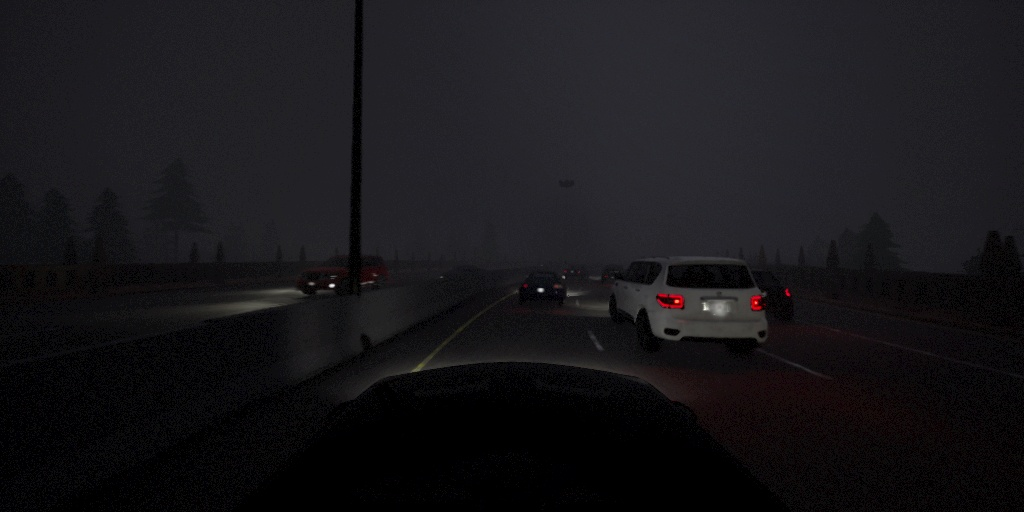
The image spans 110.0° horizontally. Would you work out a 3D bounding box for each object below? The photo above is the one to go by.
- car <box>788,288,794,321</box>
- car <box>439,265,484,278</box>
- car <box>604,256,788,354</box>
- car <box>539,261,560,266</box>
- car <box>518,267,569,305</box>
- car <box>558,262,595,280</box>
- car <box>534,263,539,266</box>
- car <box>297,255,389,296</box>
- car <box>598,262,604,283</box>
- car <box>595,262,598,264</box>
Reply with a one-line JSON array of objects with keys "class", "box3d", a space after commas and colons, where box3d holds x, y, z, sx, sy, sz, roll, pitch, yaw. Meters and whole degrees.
[{"class": "car", "box3d": [8.063, 1.208, 13.297, 2.097, 1.767, 4.553, 0, 0, 7]}, {"class": "car", "box3d": [-3.599, 1.364, 27.119, 2.033, 1.411, 5.357, 0, 0, 15]}, {"class": "car", "box3d": [4.010, 1.032, 9.213, 2.150, 2.045, 5.566, 0, 0, 5]}, {"class": "car", "box3d": [6.886, 1.593, 58.291, 2.128, 1.511, 4.902, 0, -1, 34]}, {"class": "car", "box3d": [1.507, 1.377, 16.719, 1.994, 1.385, 4.181, 0, 0, 10]}, {"class": "car", "box3d": [6.225, 1.473, 34.128, 2.033, 1.411, 5.357, 0, 0, 21]}, {"class": "car", "box3d": [5.746, 1.611, 62.790, 1.882, 1.535, 5.008, 0, -1, 35]}, {"class": "car", "box3d": [-8.875, 0.959, 19.473, 2.150, 2.045, 5.566, 0, 0, 11]}, {"class": "car", "box3d": [8.575, 1.426, 30.184, 1.837, 1.490, 4.892, 0, 0, 19]}, {"class": "car", "box3d": [14.901, 1.741, 63.368, 2.033, 1.411, 5.357, 0, -1, 38]}]
